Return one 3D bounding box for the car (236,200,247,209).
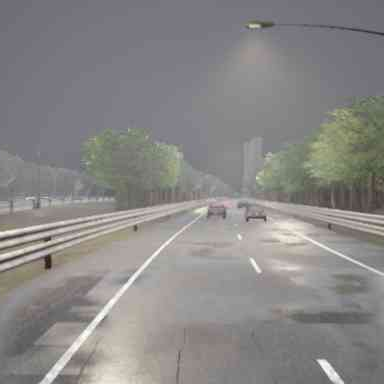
[{"bbox_3d":[8.250,2.044,54.167,1.837,1.490,4.892,0,0,6],"label":"car"}]

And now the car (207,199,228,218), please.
[{"bbox_3d":[2.558,1.802,33.885,2.128,1.511,4.902,0,0,6],"label":"car"}]

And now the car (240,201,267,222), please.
[{"bbox_3d":[5.626,1.840,29.909,2.033,1.411,5.357,0,0,7],"label":"car"}]

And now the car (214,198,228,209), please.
[{"bbox_3d":[4.821,1.877,55.012,2.097,1.767,4.553,0,-1,6],"label":"car"}]
